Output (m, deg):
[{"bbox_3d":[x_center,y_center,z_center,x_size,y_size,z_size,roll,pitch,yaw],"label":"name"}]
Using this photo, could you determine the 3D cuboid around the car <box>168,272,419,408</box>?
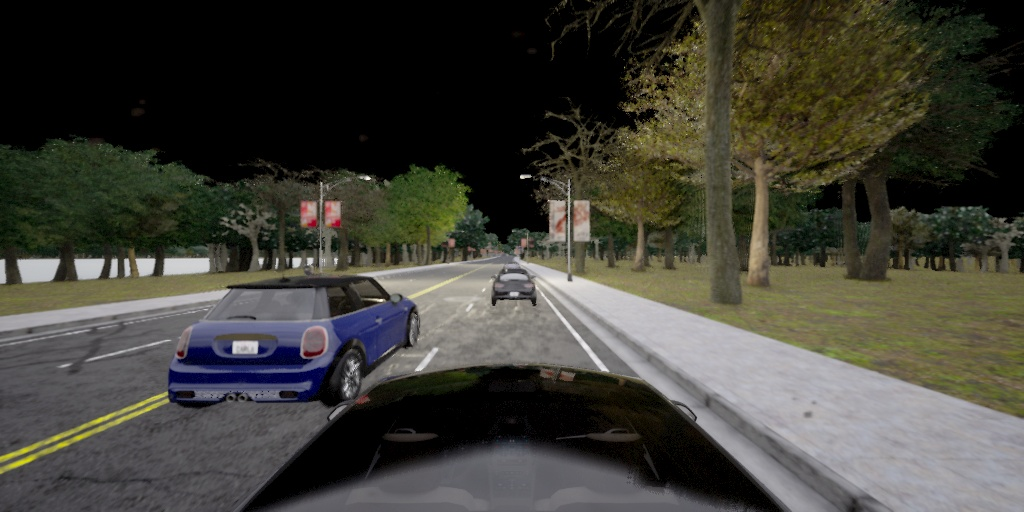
[{"bbox_3d":[-3.157,1.101,6.368,2.097,1.767,4.553,0,0,0],"label":"car"}]

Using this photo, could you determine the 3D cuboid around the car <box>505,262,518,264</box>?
[{"bbox_3d":[-0.012,1.300,34.037,2.033,1.411,5.357,0,0,0],"label":"car"}]

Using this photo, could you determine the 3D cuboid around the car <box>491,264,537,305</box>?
[{"bbox_3d":[0.074,1.275,15.785,1.812,1.442,4.674,0,0,0],"label":"car"}]
